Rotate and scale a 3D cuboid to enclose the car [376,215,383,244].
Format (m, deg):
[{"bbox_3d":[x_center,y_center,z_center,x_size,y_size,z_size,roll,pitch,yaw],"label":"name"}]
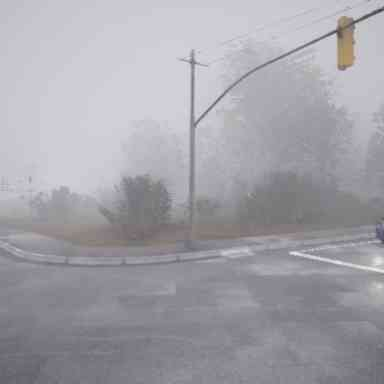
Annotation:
[{"bbox_3d":[10.257,1.202,14.018,5.566,2.045,2.150,-1,0,-28],"label":"car"}]
